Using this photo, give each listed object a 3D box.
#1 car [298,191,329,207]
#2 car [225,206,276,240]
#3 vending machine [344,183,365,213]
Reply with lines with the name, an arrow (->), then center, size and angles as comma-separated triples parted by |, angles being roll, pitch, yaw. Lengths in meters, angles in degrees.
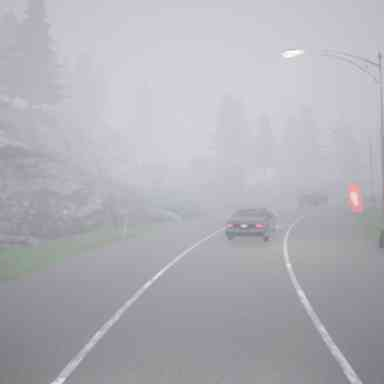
car -> 11.900, 0.622, 32.498 | 2.128, 1.511, 4.902 | -3, 1, 37
car -> 2.934, 1.379, 16.009 | 2.033, 1.411, 5.357 | -1, 1, 18
vending machine -> 12.226, 0.480, 24.991 | 1.100, 2.100, 0.880 | -9, -8, 31
